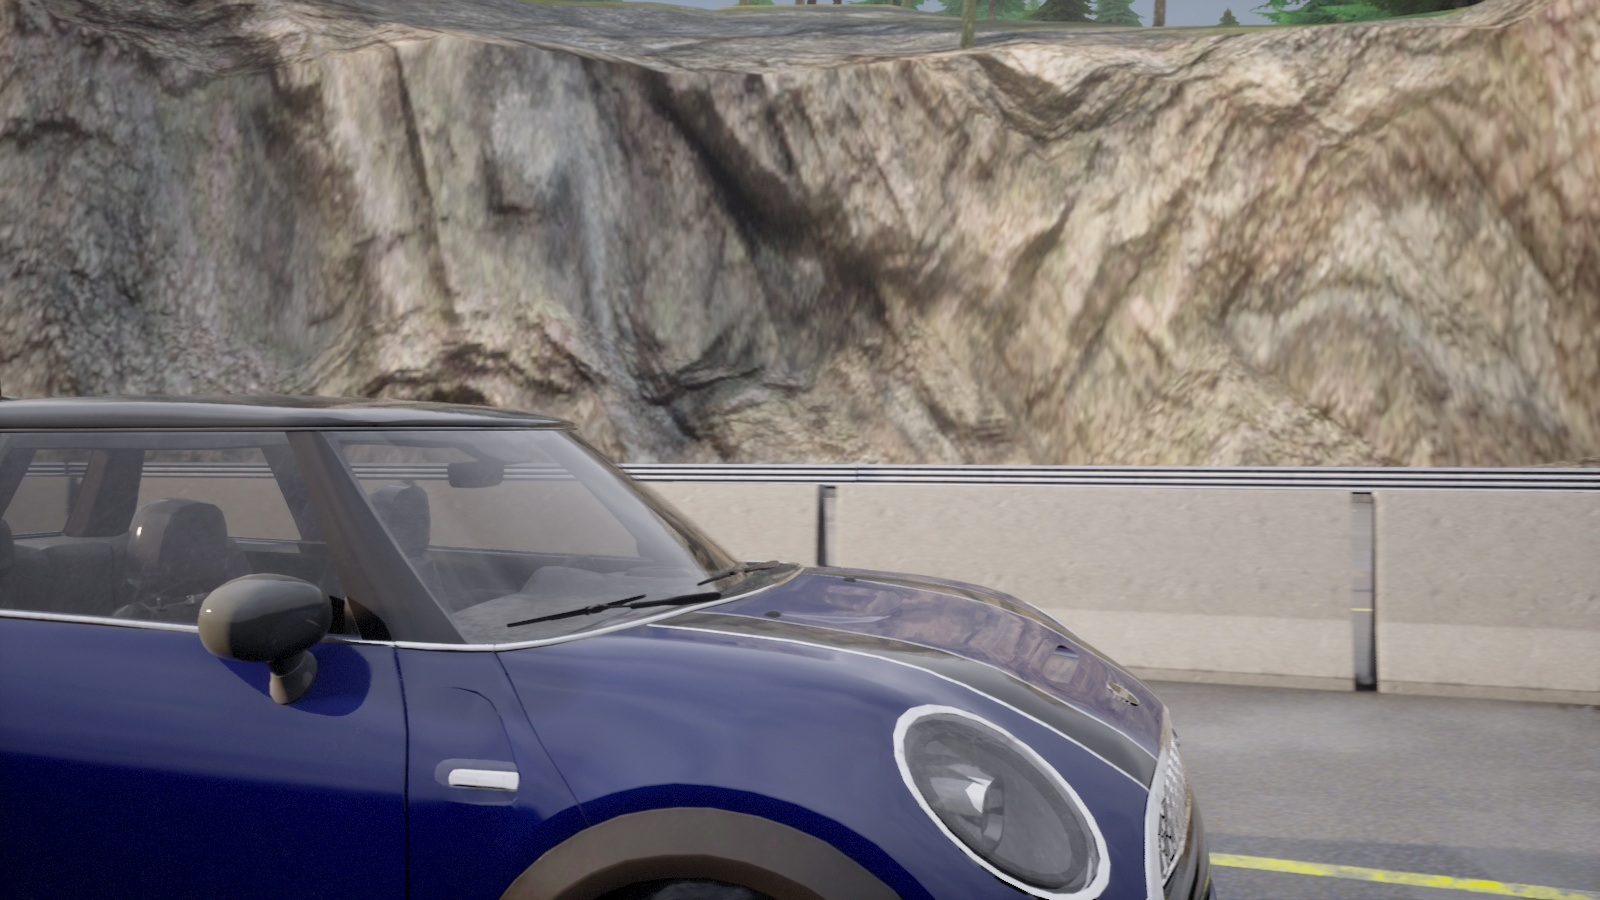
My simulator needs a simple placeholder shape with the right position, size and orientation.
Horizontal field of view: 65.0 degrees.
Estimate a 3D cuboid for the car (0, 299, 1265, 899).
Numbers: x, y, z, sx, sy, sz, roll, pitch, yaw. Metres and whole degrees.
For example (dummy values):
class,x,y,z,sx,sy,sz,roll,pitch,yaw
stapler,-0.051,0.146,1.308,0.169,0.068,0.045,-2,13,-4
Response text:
class,x,y,z,sx,sy,sz,roll,pitch,yaw
car,-1.166,0.622,3.579,4.553,1.767,2.097,1,1,17
